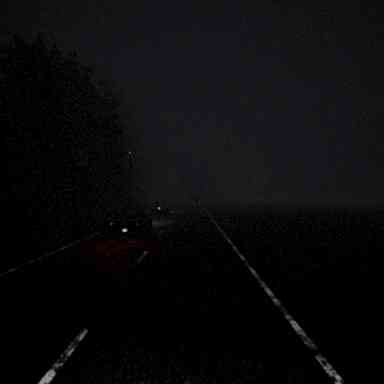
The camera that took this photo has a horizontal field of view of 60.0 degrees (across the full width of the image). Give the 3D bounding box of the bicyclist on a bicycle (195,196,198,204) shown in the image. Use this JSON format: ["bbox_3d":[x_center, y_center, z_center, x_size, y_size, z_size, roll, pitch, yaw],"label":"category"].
[{"bbox_3d":[0.950,1.657,68.401,0.582,1.620,1.656,0,-1,0],"label":"bicyclist on a bicycle"}]

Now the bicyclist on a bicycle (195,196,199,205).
[{"bbox_3d":[0.951,1.549,59.684,0.659,1.776,1.843,0,0,0],"label":"bicyclist on a bicycle"}]

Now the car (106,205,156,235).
[{"bbox_3d":[-3.407,1.657,19.056,1.895,1.301,4.718,0,0,0],"label":"car"}]

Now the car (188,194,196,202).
[{"bbox_3d":[-0.015,1.469,83.944,2.150,2.045,5.566,0,0,0],"label":"car"}]

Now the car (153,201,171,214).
[{"bbox_3d":[-3.407,1.672,36.504,1.994,1.385,4.181,0,0,0],"label":"car"}]
